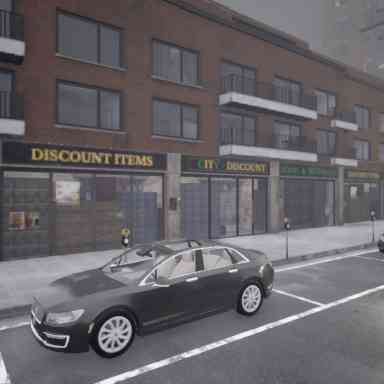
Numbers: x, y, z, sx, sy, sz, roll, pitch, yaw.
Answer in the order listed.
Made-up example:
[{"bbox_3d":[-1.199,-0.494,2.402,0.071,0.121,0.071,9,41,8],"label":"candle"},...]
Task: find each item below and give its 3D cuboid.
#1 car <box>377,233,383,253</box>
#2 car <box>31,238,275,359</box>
[{"bbox_3d":[8.560,1.582,12.315,4.206,1.307,1.802,0,0,-36],"label":"car"},{"bbox_3d":[-0.418,1.551,5.893,4.403,1.369,2.008,0,0,-36],"label":"car"}]
